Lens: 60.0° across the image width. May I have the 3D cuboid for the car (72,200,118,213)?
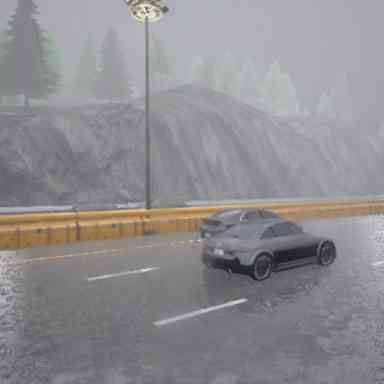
[{"bbox_3d":[-9.217,1.445,31.737,4.181,1.385,1.994,-1,0,-35],"label":"car"}]

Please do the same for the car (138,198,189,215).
[{"bbox_3d":[-2.687,1.353,32.022,4.674,1.442,1.812,0,0,-35],"label":"car"}]

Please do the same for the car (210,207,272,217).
[{"bbox_3d":[2.582,1.400,14.158,4.892,1.490,1.837,-1,0,-35],"label":"car"}]

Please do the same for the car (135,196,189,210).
[{"bbox_3d":[-2.491,1.202,27.897,4.553,1.767,2.097,-1,0,-35],"label":"car"}]

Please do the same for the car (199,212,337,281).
[{"bbox_3d":[2.324,1.488,9.675,4.181,1.385,1.994,-1,0,-35],"label":"car"}]
